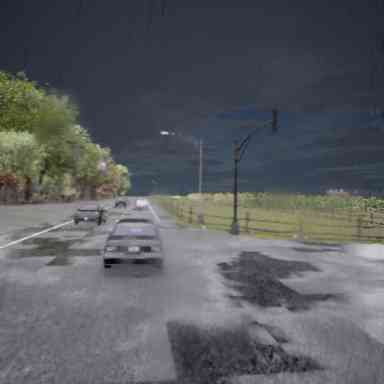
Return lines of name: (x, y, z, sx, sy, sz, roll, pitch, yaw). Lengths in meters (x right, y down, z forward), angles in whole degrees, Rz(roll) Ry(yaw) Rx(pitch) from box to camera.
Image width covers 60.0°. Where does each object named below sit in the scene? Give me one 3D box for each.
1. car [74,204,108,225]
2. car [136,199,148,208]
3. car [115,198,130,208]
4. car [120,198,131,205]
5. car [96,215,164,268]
car: (-7.425, 1.614, 24.706, 2.128, 1.511, 4.902, 2, -1, -8)
car: (-8.964, 2.046, 59.159, 1.812, 1.442, 4.674, 2, -1, -8)
car: (-12.337, 1.918, 58.053, 1.837, 1.490, 4.892, 2, -1, -8)
car: (-14.685, 2.085, 73.306, 2.033, 1.411, 5.357, 2, -1, -8)
car: (-1.967, 1.648, 11.650, 2.033, 1.411, 5.357, 2, -1, -8)
